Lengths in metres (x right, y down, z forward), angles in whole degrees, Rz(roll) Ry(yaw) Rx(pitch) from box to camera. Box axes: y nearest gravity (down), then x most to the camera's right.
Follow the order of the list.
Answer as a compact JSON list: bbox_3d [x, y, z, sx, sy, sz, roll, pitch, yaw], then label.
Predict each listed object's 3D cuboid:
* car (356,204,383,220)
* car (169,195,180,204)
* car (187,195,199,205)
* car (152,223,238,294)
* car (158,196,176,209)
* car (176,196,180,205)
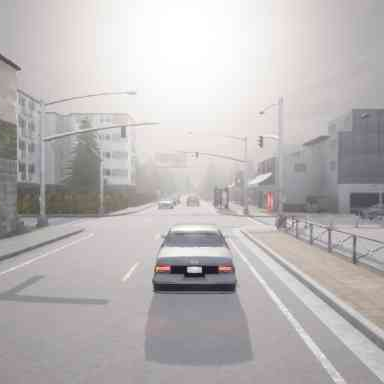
[{"bbox_3d":[16.756,1.740,29.296,4.181,1.385,1.994,0,0,0],"label":"car"},{"bbox_3d":[-3.440,1.478,65.975,1.882,1.535,5.008,0,0,0],"label":"car"},{"bbox_3d":[0.180,1.351,57.615,2.097,1.767,4.553,0,0,0],"label":"car"},{"bbox_3d":[0.072,1.547,8.923,2.033,1.411,5.357,0,0,1],"label":"car"},{"bbox_3d":[-3.534,1.526,45.830,1.812,1.442,4.674,0,0,0],"label":"car"},{"bbox_3d":[-3.508,1.505,55.834,1.837,1.490,4.892,0,0,0],"label":"car"}]
